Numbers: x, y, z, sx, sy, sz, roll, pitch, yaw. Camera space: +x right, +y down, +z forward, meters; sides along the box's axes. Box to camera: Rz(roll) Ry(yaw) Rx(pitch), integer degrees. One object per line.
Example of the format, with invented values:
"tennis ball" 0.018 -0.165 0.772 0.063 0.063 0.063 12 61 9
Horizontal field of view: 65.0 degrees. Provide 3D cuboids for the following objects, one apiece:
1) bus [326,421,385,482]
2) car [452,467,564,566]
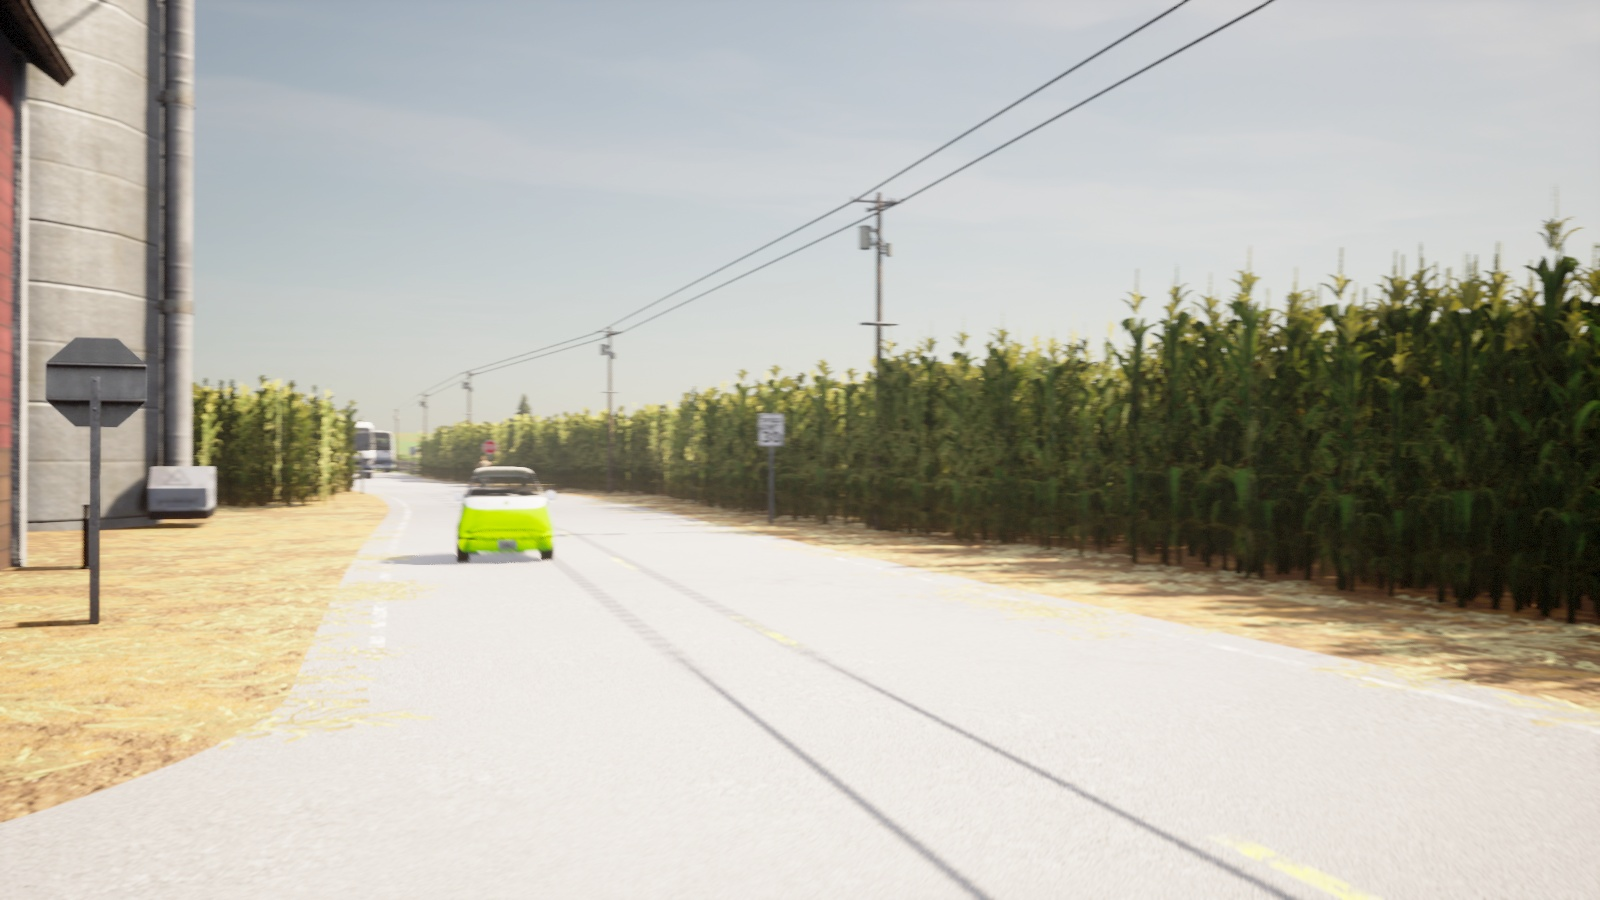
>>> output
"bus" -32.958 0.144 92.944 3.944 4.253 10.273 0 0 -20
"car" -4.411 0.950 18.811 1.481 1.376 2.207 0 -1 -17
